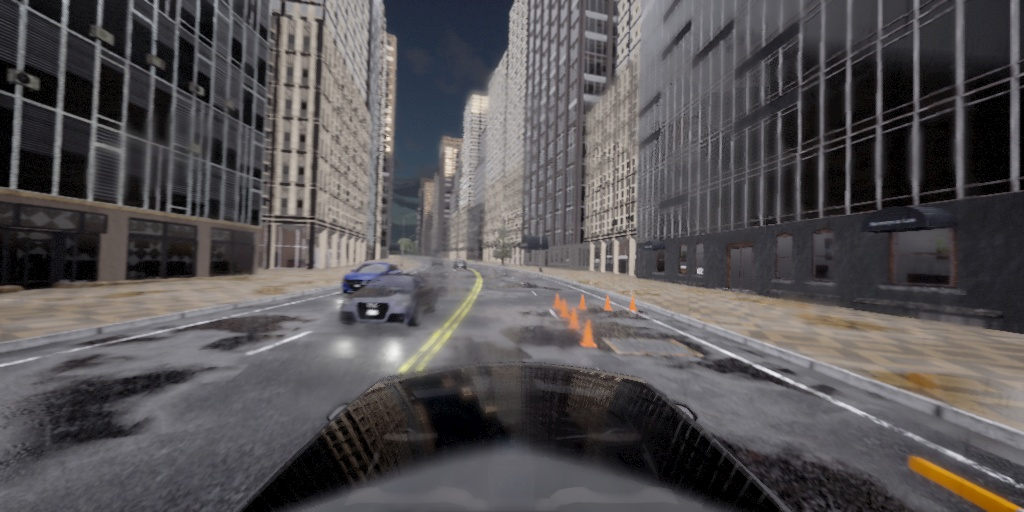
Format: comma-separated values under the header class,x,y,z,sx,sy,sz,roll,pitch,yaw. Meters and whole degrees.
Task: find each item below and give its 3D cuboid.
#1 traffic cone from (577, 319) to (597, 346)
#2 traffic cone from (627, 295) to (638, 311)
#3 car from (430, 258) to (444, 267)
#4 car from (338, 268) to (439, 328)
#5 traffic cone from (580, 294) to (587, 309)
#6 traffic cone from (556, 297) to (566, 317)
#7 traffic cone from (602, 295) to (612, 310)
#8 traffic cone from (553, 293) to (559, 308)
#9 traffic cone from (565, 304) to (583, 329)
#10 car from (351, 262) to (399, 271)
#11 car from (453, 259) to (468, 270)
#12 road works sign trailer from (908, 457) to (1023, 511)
class,x,y,z,sx,sy,sz,roll,pitch,yaw
traffic cone,1.774,1.771,8.364,0.340,0.580,0.340,0,0,0
traffic cone,4.817,1.875,14.340,0.340,0.580,0.340,0,0,0
car,-12.353,1.036,59.301,1.837,1.490,4.892,2,0,-12
car,-3.518,1.231,10.994,1.994,1.385,4.181,2,0,-1
traffic cone,2.818,1.816,14.356,0.340,0.580,0.340,0,0,0
traffic cone,1.804,1.781,12.363,0.340,0.580,0.340,0,0,0
traffic cone,3.818,1.845,14.348,0.340,0.580,0.340,0,0,0
traffic cone,1.819,1.787,14.363,0.340,0.580,0.340,0,0,0
traffic cone,1.789,1.776,10.363,0.340,0.580,0.340,0,0,0
car,-6.962,1.057,18.404,1.882,1.535,5.008,2,0,-3
car,-7.365,1.157,50.993,2.128,1.511,4.902,2,0,-10
road works sign trailer,3.099,0.302,1.354,2.380,3.560,2.880,0,0,0
